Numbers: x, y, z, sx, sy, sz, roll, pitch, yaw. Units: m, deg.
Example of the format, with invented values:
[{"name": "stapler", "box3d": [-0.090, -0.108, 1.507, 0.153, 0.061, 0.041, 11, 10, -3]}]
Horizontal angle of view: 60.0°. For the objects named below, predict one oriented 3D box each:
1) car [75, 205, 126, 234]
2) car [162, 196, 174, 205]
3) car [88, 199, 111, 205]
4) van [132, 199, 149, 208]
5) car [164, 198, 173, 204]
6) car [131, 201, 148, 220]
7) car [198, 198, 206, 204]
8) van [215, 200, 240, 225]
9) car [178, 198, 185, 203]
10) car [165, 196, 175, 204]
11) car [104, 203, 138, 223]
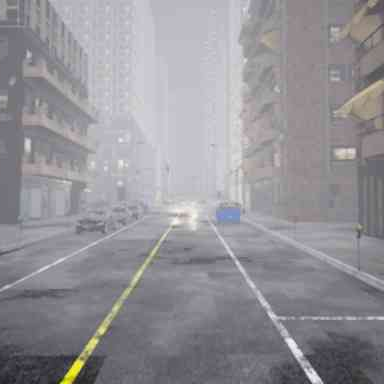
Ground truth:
[{"name": "car", "box3d": [-5.642, 1.717, 20.154, 2.008, 1.369, 4.403, 1, 0, 0]}, {"name": "car", "box3d": [-5.670, 2.051, 74.841, 1.967, 1.590, 4.097, 1, 0, 0]}, {"name": "car", "box3d": [-16.488, 1.984, 59.422, 4.097, 1.590, 1.967, 0, -2, 0]}, {"name": "van", "box3d": [-5.807, 1.643, 36.777, 1.690, 1.788, 3.998, 1, 0, 0]}, {"name": "car", "box3d": [-5.673, 2.238, 80.415, 1.802, 1.307, 4.206, 1, 0, 0]}, {"name": "car", "box3d": [-5.642, 1.822, 31.234, 1.947, 1.339, 4.313, 1, 0, 0]}, {"name": "car", "box3d": [2.707, 2.284, 86.052, 1.802, 1.307, 4.206, 1, 0, 0]}, {"name": "van", "box3d": [2.709, 1.553, 25.749, 1.690, 1.788, 3.998, 1, 0, 0]}, {"name": "car", "box3d": [-2.995, 2.286, 93.316, 1.812, 1.442, 4.674, 0, 0, 0]}, {"name": "car", "box3d": [-5.667, 2.017, 85.992, 2.192, 1.841, 5.009, 1, 0, 0]}, {"name": "car", "box3d": [-5.642, 1.793, 25.695, 1.802, 1.307, 4.206, 1, 0, 0]}]
